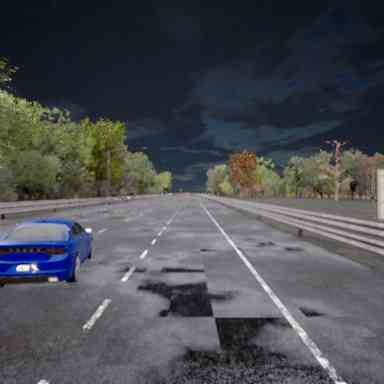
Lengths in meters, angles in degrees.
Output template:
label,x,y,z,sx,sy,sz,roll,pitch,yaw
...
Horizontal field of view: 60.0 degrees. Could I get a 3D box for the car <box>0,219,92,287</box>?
label,x,y,z,sx,sy,sz,roll,pitch,yaw
car,-4.034,1.501,9.534,1.882,1.535,5.008,1,-1,-10
